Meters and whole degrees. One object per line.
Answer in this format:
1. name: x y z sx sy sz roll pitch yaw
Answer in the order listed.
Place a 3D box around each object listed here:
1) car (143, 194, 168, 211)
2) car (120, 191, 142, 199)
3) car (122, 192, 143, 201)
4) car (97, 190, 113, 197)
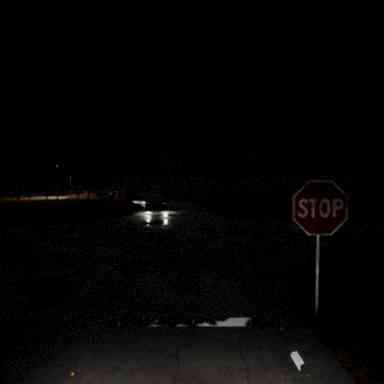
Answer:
1. car: -3.337 0.897 31.601 1.882 1.535 5.008 0 1 -5
2. car: -11.200 0.545 61.034 1.895 1.301 4.718 -2 2 -37
3. car: -8.795 0.698 51.506 1.895 1.301 4.718 -1 1 -27
4. car: -17.859 0.361 68.518 4.181 1.385 1.994 0 2 42
